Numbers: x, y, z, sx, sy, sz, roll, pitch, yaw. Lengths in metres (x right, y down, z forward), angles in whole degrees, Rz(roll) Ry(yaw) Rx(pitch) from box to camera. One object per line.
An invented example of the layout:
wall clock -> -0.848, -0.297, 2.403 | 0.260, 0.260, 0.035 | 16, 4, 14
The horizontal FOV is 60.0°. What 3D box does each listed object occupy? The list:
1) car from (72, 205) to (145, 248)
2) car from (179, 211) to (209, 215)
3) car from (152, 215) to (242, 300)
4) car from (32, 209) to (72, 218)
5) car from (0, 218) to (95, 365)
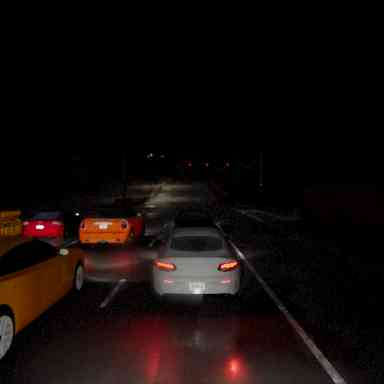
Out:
car -> -3.406, 1.352, 14.922 | 2.097, 1.767, 4.553 | 0, 0, 0
car -> 0.094, 1.601, 17.162 | 1.895, 1.301, 4.718 | 0, 0, 0
car -> 0.094, 1.526, 8.273 | 1.812, 1.442, 4.674 | 0, 0, 0
car -> -6.906, 1.564, 17.118 | 1.994, 1.385, 4.181 | 0, 0, 0
car -> -3.403, 1.478, 5.749 | 1.882, 1.535, 5.008 | 0, 0, 0
